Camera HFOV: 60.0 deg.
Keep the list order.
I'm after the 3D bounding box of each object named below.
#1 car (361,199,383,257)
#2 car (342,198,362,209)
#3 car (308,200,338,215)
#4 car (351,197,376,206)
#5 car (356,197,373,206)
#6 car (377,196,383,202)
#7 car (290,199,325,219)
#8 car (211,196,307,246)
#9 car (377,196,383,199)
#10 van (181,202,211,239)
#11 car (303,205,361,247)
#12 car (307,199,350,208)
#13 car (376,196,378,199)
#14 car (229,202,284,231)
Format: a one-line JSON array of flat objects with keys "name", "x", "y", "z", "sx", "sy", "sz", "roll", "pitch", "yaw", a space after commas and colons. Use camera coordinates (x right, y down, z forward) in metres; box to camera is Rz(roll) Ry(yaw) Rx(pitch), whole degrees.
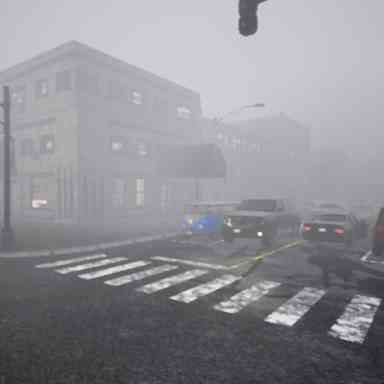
[{"name": "car", "x": 7.937, "y": 1.318, "z": 12.234, "sx": 2.192, "sy": 1.841, "sz": 5.009, "roll": 0, "pitch": 0, "yaw": 35}, {"name": "car", "x": 23.378, "y": 1.587, "z": 48.479, "sx": 1.752, "sy": 1.417, "sz": 4.829, "roll": -1, "pitch": 0, "yaw": 35}, {"name": "car", "x": 13.887, "y": 1.593, "z": 35.101, "sx": 2.008, "sy": 1.369, "sz": 4.403, "roll": 0, "pitch": 0, "yaw": 35}, {"name": "car", "x": 19.877, "y": 1.548, "z": 38.981, "sx": 1.837, "sy": 1.490, "sz": 4.892, "roll": 0, "pitch": -1, "yaw": 36}, {"name": "car", "x": 29.870, "y": 1.628, "z": 57.629, "sx": 2.008, "sy": 1.369, "sz": 4.403, "roll": -1, "pitch": 0, "yaw": 35}, {"name": "car", "x": 45.852, "y": 1.668, "z": 80.155, "sx": 1.887, "sy": 1.381, "sz": 4.507, "roll": -1, "pitch": 0, "yaw": 35}, {"name": "car", "x": 10.691, "y": 1.478, "z": 30.597, "sx": 1.967, "sy": 1.590, "sz": 4.097, "roll": 0, "pitch": 0, "yaw": 35}, {"name": "car", "x": 3.430, "y": 1.242, "z": 15.885, "sx": 2.150, "sy": 2.045, "sz": 5.566, "roll": 0, "pitch": 0, "yaw": 35}, {"name": "car", "x": 21.640, "y": 1.507, "z": 36.016, "sx": 1.882, "sy": 1.535, "sz": 5.008, "roll": 0, "pitch": 0, "yaw": 35}, {"name": "van", "x": 1.101, "y": 1.370, "z": 17.081, "sx": 1.690, "sy": 1.788, "sz": 3.998, "roll": 0, "pitch": 0, "yaw": 35}, {"name": "car", "x": 6.695, "y": 1.559, "z": 15.215, "sx": 2.033, "sy": 1.411, "sz": 5.357, "roll": 0, "pitch": 0, "yaw": 37}, {"name": "car", "x": 10.720, "y": 1.505, "z": 26.152, "sx": 1.882, "sy": 1.535, "sz": 5.008, "roll": 0, "pitch": 0, "yaw": 35}, {"name": "car", "x": 42.656, "y": 1.664, "z": 75.650, "sx": 2.008, "sy": 1.369, "sz": 4.403, "roll": -1, "pitch": 0, "yaw": 35}, {"name": "car", "x": 4.298, "y": 1.471, "z": 21.586, "sx": 1.967, "sy": 1.590, "sz": 4.097, "roll": 0, "pitch": 0, "yaw": 35}]
